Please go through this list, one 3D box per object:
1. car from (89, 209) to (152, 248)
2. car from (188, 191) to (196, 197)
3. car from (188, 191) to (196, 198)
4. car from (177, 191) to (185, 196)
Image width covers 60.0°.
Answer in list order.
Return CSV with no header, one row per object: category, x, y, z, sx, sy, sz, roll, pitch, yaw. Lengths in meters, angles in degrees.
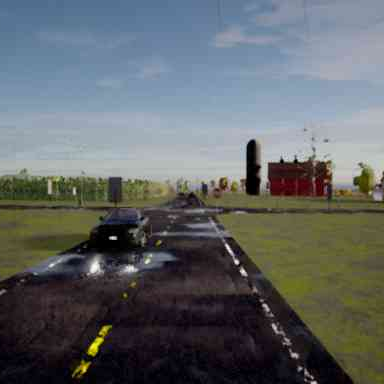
car,-2.828,1.432,13.902,1.994,1.385,4.181,0,1,0
car,0.025,0.526,92.968,2.097,1.767,4.553,0,0,0
car,0.025,0.812,82.565,1.837,1.490,4.892,0,0,0
car,-2.724,0.452,87.174,1.994,1.385,4.181,0,0,0
